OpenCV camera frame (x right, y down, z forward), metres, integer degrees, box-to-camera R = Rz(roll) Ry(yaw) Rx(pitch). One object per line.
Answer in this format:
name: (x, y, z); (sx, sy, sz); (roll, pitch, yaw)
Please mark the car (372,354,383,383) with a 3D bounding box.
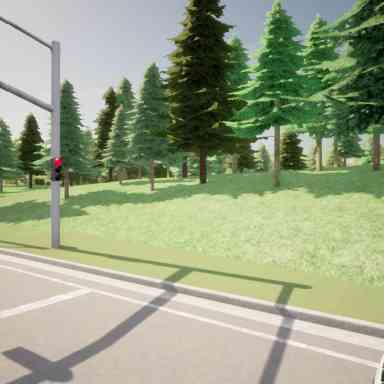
car: (3.381, 1.352, 1.583); (4.553, 1.767, 2.097); (0, 0, 35)
